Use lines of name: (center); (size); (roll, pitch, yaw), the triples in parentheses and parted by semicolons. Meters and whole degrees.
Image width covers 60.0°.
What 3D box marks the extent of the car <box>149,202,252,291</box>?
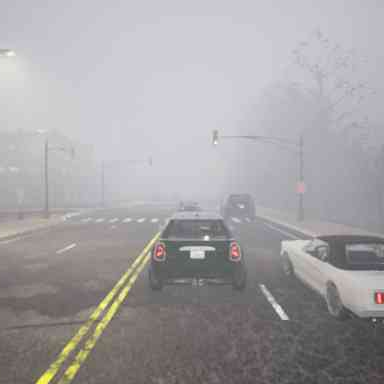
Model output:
car: (0.120, 1.307, 9.009); (2.097, 1.767, 4.553); (0, 0, 0)

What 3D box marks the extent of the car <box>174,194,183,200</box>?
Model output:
car: (-3.104, 1.149, 78.090); (2.033, 1.411, 5.357); (0, 0, 0)

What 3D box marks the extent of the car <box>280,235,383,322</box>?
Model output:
car: (3.358, 1.566, 7.112); (1.895, 1.301, 4.718); (0, 0, 0)

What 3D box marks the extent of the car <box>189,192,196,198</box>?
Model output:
car: (0.167, 0.878, 90.181); (1.837, 1.490, 4.892); (0, 0, 0)

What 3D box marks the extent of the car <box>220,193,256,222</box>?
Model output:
car: (3.398, 1.098, 25.393); (2.150, 2.045, 5.566); (0, 0, 0)

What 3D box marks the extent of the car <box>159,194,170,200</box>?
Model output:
car: (-6.355, 1.134, 77.979); (2.128, 1.511, 4.902); (0, 0, 0)

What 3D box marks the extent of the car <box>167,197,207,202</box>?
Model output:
car: (-0.476, 1.367, 25.528); (2.128, 1.511, 4.902); (0, 0, -10)

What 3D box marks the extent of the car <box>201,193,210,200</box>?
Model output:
car: (3.397, 1.069, 79.758); (1.882, 1.535, 5.008); (0, 0, 0)

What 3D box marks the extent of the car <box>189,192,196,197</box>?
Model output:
car: (0.148, 1.114, 80.179); (1.812, 1.442, 4.674); (0, 0, 0)

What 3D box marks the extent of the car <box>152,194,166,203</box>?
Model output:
car: (-6.422, 1.193, 62.500); (1.837, 1.490, 4.892); (0, 0, 1)

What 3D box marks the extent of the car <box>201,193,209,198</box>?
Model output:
car: (3.417, 0.918, 90.175); (2.033, 1.411, 5.357); (0, 0, 0)

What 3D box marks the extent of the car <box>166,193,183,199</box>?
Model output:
car: (-3.173, 1.040, 62.637); (2.097, 1.767, 4.553); (0, 0, 1)
